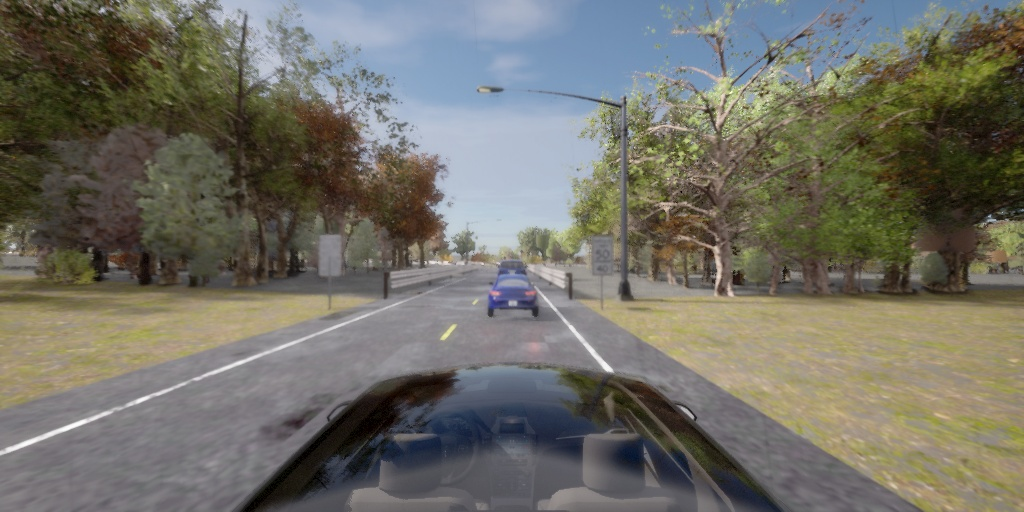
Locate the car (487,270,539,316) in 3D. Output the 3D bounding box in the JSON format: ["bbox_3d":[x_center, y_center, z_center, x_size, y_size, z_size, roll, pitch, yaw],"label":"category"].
[{"bbox_3d":[0.046,1.441,14.135,1.812,1.442,4.674,0,-1,0],"label":"car"}]

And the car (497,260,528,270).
[{"bbox_3d":[0.037,1.321,27.965,2.150,2.045,5.566,0,0,1],"label":"car"}]
